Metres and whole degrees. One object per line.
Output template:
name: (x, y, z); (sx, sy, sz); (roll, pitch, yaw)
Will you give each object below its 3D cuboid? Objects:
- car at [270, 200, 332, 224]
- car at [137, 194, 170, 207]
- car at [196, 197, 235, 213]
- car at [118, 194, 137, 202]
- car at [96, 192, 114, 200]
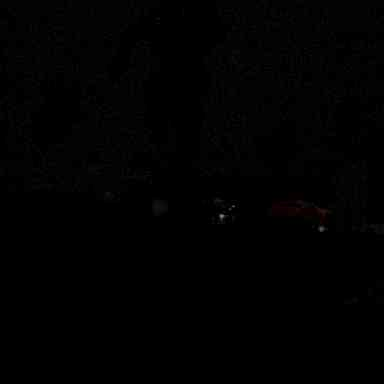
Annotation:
car: (8.117, 1.414, 24.662); (1.882, 1.535, 5.008); (1, 0, -36)
car: (-4.720, 1.050, 42.599); (1.837, 1.490, 4.892); (1, 1, -36)
car: (2.217, 1.282, 32.903); (1.812, 1.442, 4.674); (1, 0, -35)
car: (-10.822, 0.949, 56.146); (1.895, 1.301, 4.718); (1, 0, -36)
car: (-16.953, 0.714, 64.709); (2.033, 1.411, 5.357); (1, 0, -36)
